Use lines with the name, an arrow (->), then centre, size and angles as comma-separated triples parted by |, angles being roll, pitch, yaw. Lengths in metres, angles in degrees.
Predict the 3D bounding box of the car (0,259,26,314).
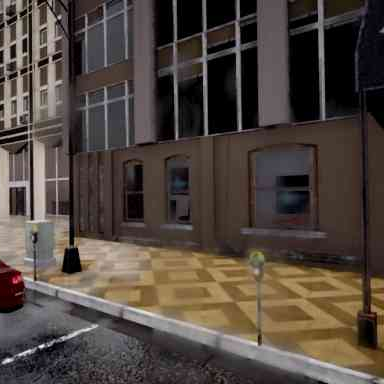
car -> -4.784, 1.584, 6.300 | 4.206, 1.307, 1.802 | 0, -1, 36
